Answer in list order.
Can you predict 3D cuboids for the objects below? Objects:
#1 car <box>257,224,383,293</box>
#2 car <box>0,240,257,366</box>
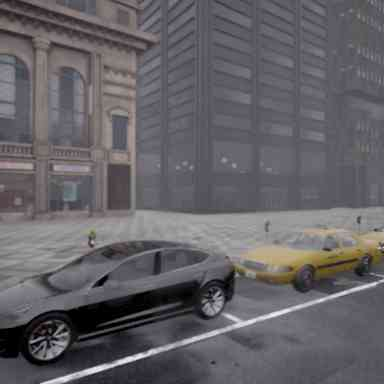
[{"bbox_3d":[3.312,1.582,9.016,4.829,1.417,1.752,1,0,-36],"label":"car"},{"bbox_3d":[-1.141,1.583,5.838,4.313,1.339,1.947,1,0,-36],"label":"car"}]
